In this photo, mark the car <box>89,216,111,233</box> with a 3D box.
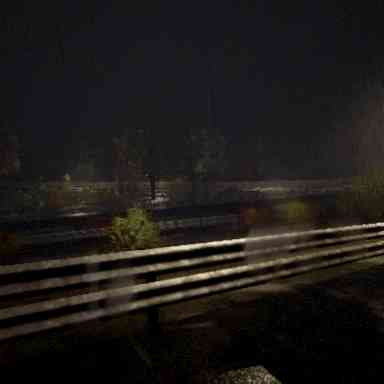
[{"bbox_3d":[-10.124,4.117,41.868,5.566,2.045,2.150,-4,2,-21],"label":"car"}]

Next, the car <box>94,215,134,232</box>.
[{"bbox_3d":[-10.635,4.263,45.422,5.008,1.535,1.882,-4,2,-21],"label":"car"}]

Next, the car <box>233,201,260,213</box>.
[{"bbox_3d":[9.955,2.528,53.243,5.566,2.045,2.150,-4,2,-21],"label":"car"}]

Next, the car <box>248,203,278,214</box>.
[{"bbox_3d":[11.265,2.888,49.999,4.674,1.442,1.812,-4,2,-21],"label":"car"}]

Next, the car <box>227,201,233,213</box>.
[{"bbox_3d":[8.668,2.471,56.497,5.566,2.045,2.150,-4,2,-21],"label":"car"}]
